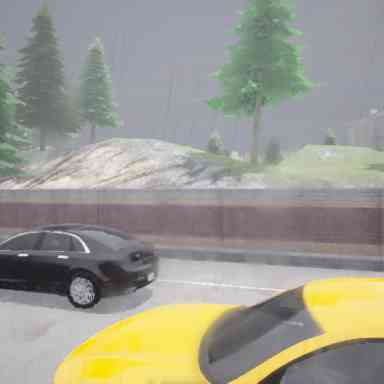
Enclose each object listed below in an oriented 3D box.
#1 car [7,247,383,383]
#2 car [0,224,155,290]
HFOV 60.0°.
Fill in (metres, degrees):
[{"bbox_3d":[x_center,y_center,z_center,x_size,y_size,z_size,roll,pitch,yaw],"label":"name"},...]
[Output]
[{"bbox_3d":[1.332,1.477,2.527,5.008,1.535,1.882,0,0,16],"label":"car"},{"bbox_3d":[-3.135,1.503,7.624,4.892,1.490,1.837,0,0,18],"label":"car"}]
